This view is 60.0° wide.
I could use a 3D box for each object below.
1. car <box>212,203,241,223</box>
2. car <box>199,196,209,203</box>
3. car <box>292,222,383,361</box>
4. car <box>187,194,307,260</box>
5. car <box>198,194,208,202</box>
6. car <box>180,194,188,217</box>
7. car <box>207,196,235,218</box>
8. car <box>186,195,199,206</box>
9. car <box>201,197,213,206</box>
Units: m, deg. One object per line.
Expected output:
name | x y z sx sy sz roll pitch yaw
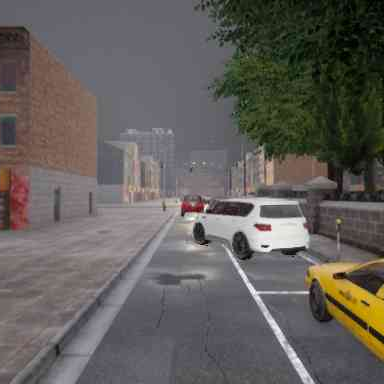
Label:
car | 2.647 1.586 26.420 1.802 1.307 4.206 1 0 0
car | 2.647 1.653 74.611 1.887 1.381 4.507 1 0 0
car | 3.025 1.455 4.191 1.801 1.575 5.366 0 0 0
car | 1.960 1.221 12.733 2.150 2.045 5.566 0 0 -23
car | 2.649 1.442 80.049 2.192 1.841 5.009 1 0 0
car | 0.082 1.232 31.718 2.150 2.045 5.566 0 0 0
car | 2.650 1.325 31.869 2.192 1.841 5.009 1 0 0
car | 0.097 1.404 55.379 2.097 1.767 4.553 0 0 0
car | 2.647 1.605 58.299 1.887 1.381 4.507 1 0 0
